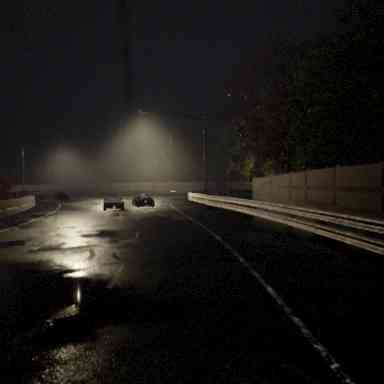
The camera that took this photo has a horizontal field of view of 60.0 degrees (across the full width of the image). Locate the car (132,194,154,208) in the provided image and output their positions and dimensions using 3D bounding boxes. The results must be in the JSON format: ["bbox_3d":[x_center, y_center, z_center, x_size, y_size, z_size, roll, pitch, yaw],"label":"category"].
[{"bbox_3d":[-5.496,0.934,36.917,1.994,1.385,4.181,-1,1,-18],"label":"car"}]

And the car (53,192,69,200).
[{"bbox_3d":[-22.906,0.681,58.090,1.812,1.442,4.674,-1,1,-31],"label":"car"}]

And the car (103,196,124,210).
[{"bbox_3d":[-7.807,1.070,32.818,1.895,1.301,4.718,-1,1,-16],"label":"car"}]
